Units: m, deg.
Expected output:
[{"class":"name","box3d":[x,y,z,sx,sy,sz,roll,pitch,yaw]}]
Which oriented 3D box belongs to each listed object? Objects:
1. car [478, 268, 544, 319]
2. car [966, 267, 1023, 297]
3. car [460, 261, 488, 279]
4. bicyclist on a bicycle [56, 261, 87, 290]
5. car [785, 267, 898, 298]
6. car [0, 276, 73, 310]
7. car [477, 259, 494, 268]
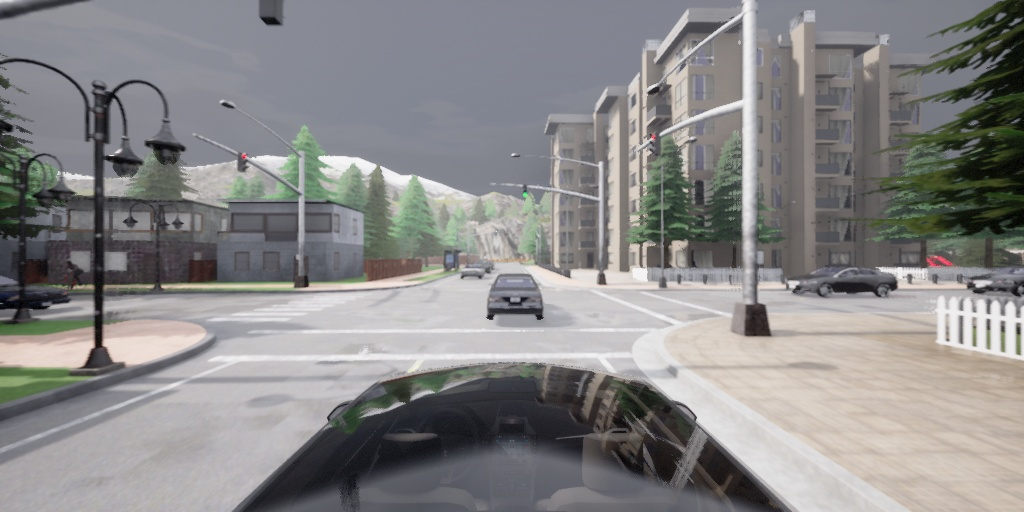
[{"class":"car","box3d":[0.099,1.321,12.928,2.033,1.411,5.357,0,0,0]},{"class":"car","box3d":[26.659,1.291,18.586,4.902,1.511,2.128,0,0,-2]},{"class":"car","box3d":[-3.596,1.415,33.075,1.895,1.301,4.718,0,0,0]},{"class":"bicyclist on a bicycle","box3d":[-23.726,1.070,19.336,0.582,1.620,1.656,0,0,-11]},{"class":"car","box3d":[16.690,1.291,18.301,4.902,1.511,2.128,0,0,-2]},{"class":"car","box3d":[-19.041,1.300,12.356,5.357,1.411,2.033,0,0,-7]},{"class":"car","box3d":[-3.587,1.186,42.928,2.097,1.767,4.553,0,0,0]}]
